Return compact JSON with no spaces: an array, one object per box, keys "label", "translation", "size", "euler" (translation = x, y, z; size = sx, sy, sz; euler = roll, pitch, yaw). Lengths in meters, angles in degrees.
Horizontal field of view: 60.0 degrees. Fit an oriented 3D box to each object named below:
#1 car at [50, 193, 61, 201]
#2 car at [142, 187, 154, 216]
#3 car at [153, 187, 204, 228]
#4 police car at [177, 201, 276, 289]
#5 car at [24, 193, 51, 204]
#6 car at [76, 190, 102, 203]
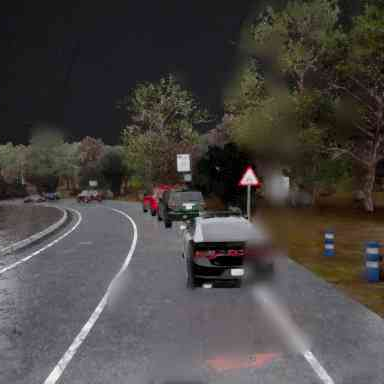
[{"label":"car","translation":[-23.794,0.861,54.971],"size":[4.718,1.301,1.895],"euler":[-2,4,38]},{"label":"car","translation":[-2.368,0.636,25.322],"size":[2.150,2.045,5.566],"euler":[-2,2,-18]},{"label":"car","translation":[-0.720,0.799,19.272],"size":[2.150,2.045,5.566],"euler":[-1,2,-12]},{"label":"police car","translation":[0.716,1.291,9.053],"size":[1.930,1.638,5.238],"euler":[0,2,-4]},{"label":"car","translation":[-23.718,1.073,50.160],"size":[4.181,1.385,1.994],"euler":[-2,4,42]},{"label":"car","translation":[-13.995,0.494,44.941],"size":[2.097,1.767,4.553],"euler":[-5,3,-39]}]
